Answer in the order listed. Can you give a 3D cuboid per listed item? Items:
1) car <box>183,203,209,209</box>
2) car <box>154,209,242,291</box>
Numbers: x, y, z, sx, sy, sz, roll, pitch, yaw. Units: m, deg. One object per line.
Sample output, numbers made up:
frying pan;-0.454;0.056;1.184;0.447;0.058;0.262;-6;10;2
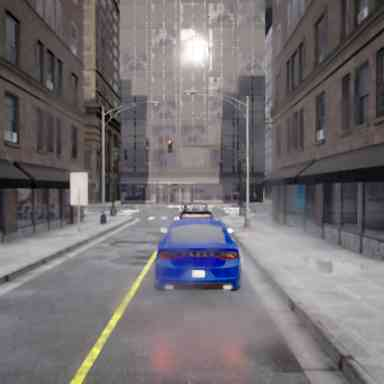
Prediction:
car;0.209;1.406;19.403;2.128;1.511;4.902;0;0;-1
car;0.138;1.439;8.958;1.882;1.535;5.008;0;0;0
